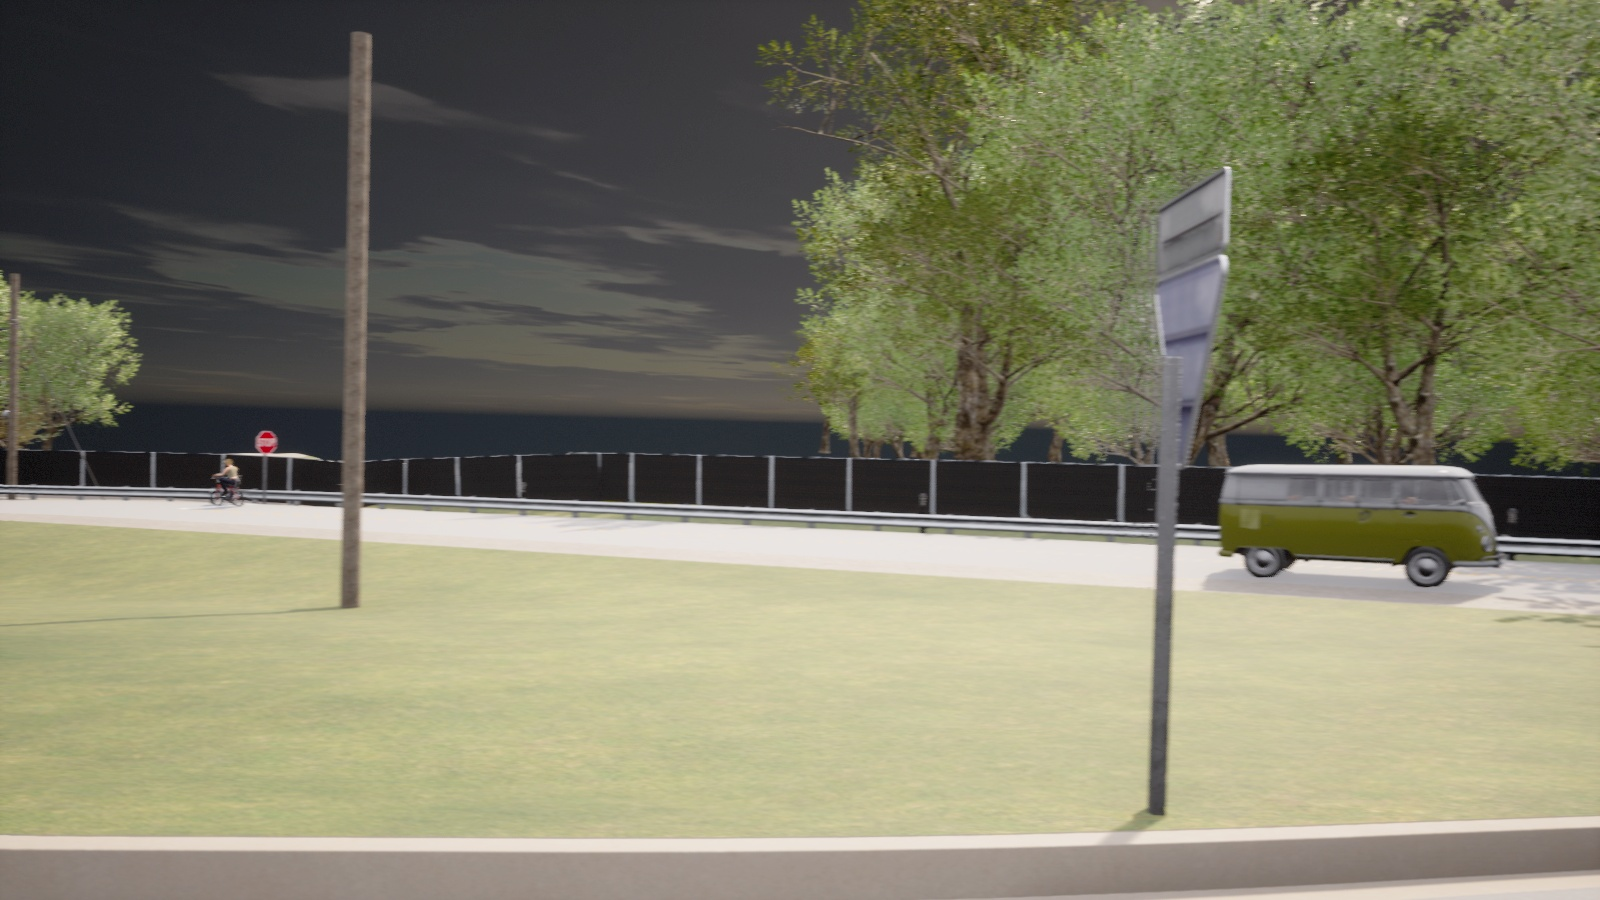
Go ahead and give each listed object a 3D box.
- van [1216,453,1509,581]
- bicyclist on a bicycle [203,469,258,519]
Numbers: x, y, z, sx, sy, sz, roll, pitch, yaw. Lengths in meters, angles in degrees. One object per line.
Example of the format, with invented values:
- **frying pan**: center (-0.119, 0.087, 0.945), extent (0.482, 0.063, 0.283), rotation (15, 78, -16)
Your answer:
- **van**: center (9.706, 1.074, 21.759), extent (4.442, 1.987, 1.775), rotation (0, 1, 30)
- **bicyclist on a bicycle**: center (-19.002, 1.446, 41.893), extent (1.509, 1.612, 0.866), rotation (0, 1, 24)
